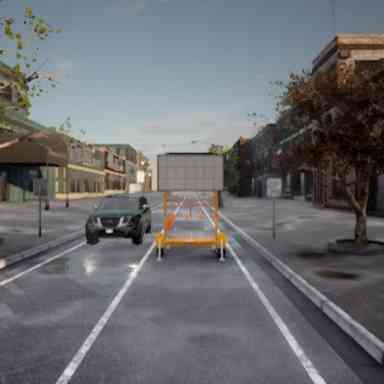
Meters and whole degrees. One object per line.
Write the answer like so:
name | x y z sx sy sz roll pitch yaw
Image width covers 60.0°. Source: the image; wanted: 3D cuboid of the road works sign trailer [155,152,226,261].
road works sign trailer | -0.046 0.381 11.965 2.380 3.560 2.880 0 0 0

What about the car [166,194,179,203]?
car | -3.300 1.102 57.218 1.994 1.385 4.181 0 1 0

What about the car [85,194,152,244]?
car | -3.160 1.114 15.429 2.150 2.045 5.566 0 0 0
